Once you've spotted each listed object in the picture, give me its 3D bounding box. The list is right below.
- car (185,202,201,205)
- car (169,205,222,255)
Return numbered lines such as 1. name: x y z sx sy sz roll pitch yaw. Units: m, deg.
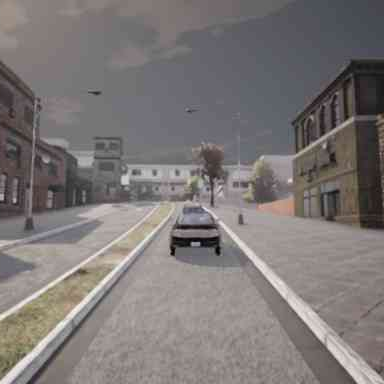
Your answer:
1. car: 0.057 1.623 31.180 1.895 1.301 4.718 0 0 -1
2. car: 0.121 1.502 13.388 2.128 1.511 4.902 0 0 0
